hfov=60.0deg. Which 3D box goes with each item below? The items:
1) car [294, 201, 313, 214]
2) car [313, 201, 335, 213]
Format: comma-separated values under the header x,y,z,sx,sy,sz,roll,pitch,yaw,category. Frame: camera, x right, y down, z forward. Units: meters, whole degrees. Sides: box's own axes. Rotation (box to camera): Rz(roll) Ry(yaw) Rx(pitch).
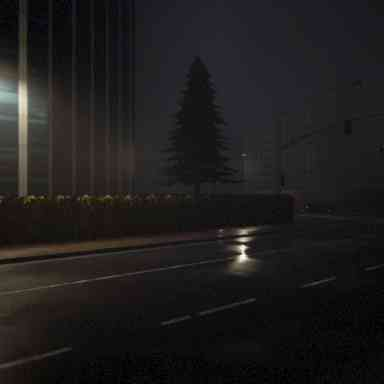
x,y,z,sx,sy,sz,roll,pitch,yaw,category
9.699,1.600,34.611,1.895,1.301,4.718,0,0,-35,car
13.004,1.600,36.347,1.895,1.301,4.718,0,0,-35,car
